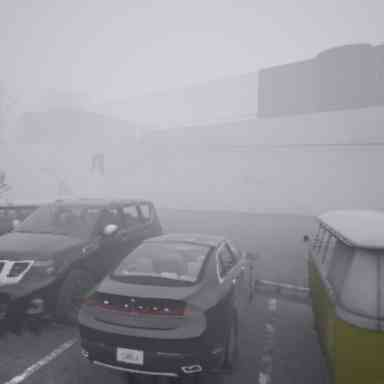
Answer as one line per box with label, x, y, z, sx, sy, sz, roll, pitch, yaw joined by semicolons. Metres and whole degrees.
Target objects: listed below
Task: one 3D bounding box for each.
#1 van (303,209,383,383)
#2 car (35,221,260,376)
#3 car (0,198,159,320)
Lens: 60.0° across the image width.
van;2.463;1.263;4.179;1.878;1.987;4.442;0;0;15
car;0.000;1.465;5.792;2.231;1.521;4.892;0;0;15
car;-2.423;1.189;7.502;2.435;2.045;5.566;1;0;16
